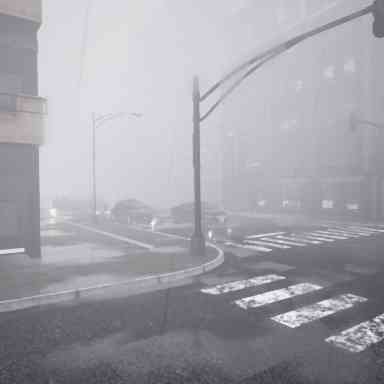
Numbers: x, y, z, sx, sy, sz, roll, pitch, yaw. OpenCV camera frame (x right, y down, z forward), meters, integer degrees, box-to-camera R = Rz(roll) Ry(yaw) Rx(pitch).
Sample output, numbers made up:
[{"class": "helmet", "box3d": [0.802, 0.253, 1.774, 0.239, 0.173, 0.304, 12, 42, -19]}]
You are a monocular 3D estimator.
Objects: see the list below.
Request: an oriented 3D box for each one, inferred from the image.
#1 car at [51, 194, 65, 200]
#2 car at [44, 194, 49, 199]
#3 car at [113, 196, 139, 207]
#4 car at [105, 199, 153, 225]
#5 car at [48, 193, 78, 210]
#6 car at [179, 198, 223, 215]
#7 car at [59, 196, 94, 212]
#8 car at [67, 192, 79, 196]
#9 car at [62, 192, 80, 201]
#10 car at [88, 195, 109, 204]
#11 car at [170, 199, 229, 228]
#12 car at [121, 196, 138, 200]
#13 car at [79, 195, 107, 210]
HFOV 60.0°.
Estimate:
[{"class": "car", "box3d": [-31.668, 1.124, 78.518, 2.008, 1.369, 4.403, -1, 1, -35]}, {"class": "car", "box3d": [-34.998, 1.075, 83.330, 1.752, 1.417, 4.829, -1, 1, -35]}, {"class": "car", "box3d": [-9.126, 1.266, 45.950, 1.752, 1.417, 4.829, -1, 1, -35]}, {"class": "car", "box3d": [-4.417, 1.509, 24.199, 1.887, 1.381, 4.507, -1, 1, -35]}, {"class": "car", "box3d": [-15.918, 1.313, 41.040, 1.967, 1.590, 4.097, -1, 1, -35]}, {"class": "car", "box3d": [0.756, 1.360, 31.856, 1.887, 1.381, 4.507, -1, 1, -35]}, {"class": "car", "box3d": [-12.683, 1.448, 36.368, 2.008, 1.369, 4.403, -1, 1, -35]}, {"class": "car", "box3d": [-19.904, 1.223, 56.790, 1.837, 1.490, 4.892, -1, 1, -35]}, {"class": "car", "box3d": [-25.201, 0.935, 69.171, 2.192, 1.841, 5.009, -1, 1, -35]}, {"class": "car", "box3d": [-15.594, 1.217, 55.295, 1.752, 1.417, 4.829, -1, 1, -35]}, {"class": "car", "box3d": [0.392, 1.434, 22.020, 2.128, 1.511, 4.902, -1, 1, -35]}, {"class": "car", "box3d": [-5.493, 1.374, 30.526, 1.882, 1.535, 5.008, -1, 1, -35]}, {"class": "car", "box3d": [-11.495, 1.397, 39.210, 2.033, 1.411, 5.357, -1, 1, -35]}]
